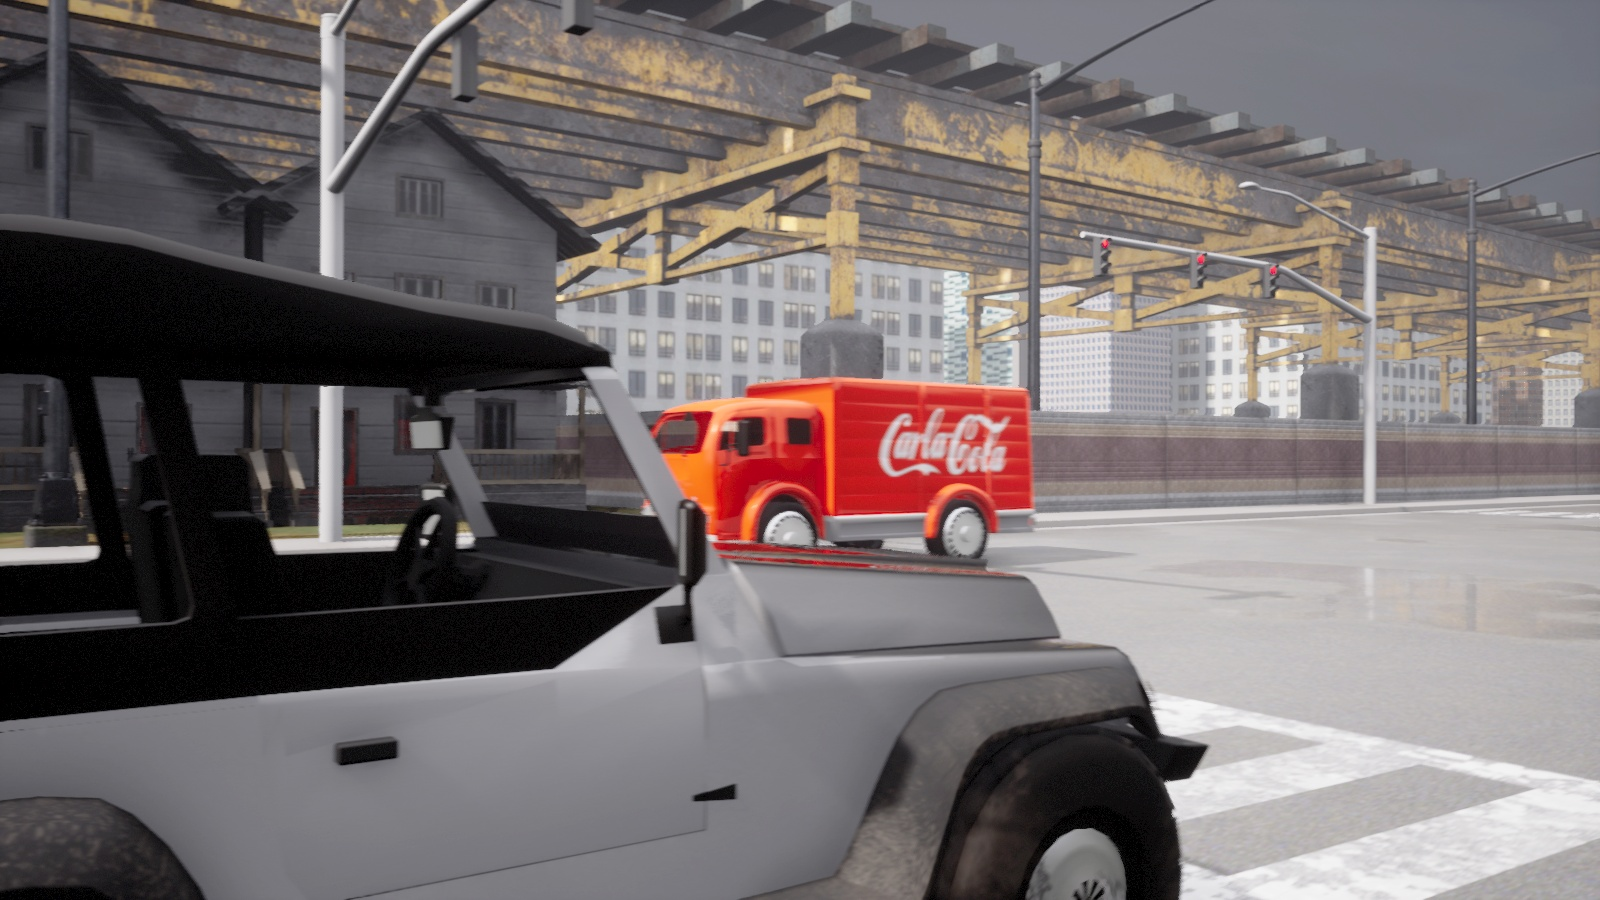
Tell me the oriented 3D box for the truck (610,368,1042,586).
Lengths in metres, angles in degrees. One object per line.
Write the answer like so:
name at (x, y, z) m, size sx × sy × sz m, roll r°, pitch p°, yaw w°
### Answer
truck at (0.415, 0.314, 16.742) m, size 5.204 × 2.467 × 2.627 m, roll 0°, pitch 0°, yaw -35°

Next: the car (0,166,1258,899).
car at (-0.911, 0.551, 3.025) m, size 3.866 × 1.878 × 1.905 m, roll 0°, pitch 0°, yaw -35°
